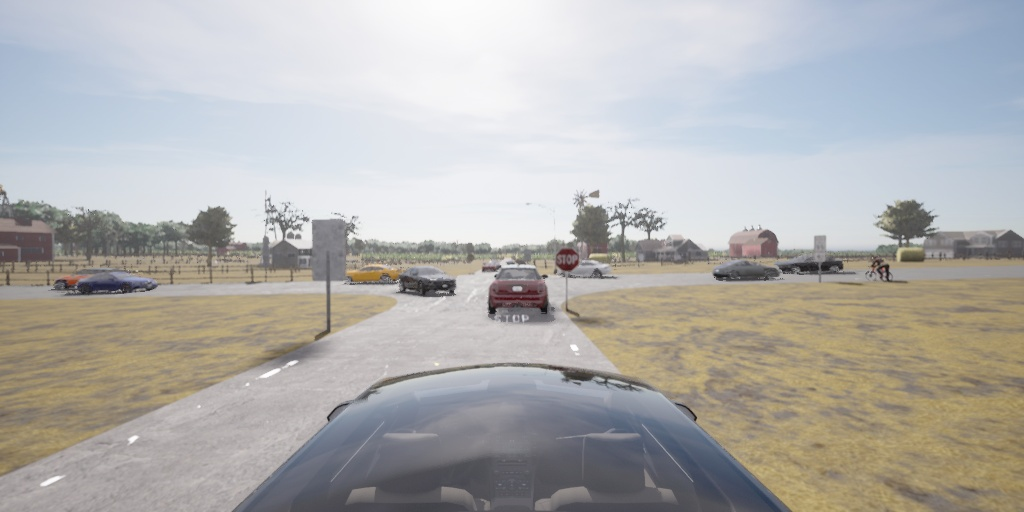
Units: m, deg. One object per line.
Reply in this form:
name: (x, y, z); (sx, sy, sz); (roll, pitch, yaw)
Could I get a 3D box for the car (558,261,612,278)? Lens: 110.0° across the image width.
car: (6.321, 1.124, 31.357); (4.674, 1.442, 1.812); (-1, 2, 24)

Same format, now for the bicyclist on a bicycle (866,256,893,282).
bicyclist on a bicycle: (22.825, 0.814, 22.319); (0.582, 1.620, 1.656); (-1, -1, 0)

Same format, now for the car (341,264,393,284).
car: (-11.665, 1.478, 29.827); (5.008, 1.535, 1.882); (-1, 1, 0)

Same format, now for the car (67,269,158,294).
car: (-28.692, 1.935, 26.080); (4.674, 1.442, 1.812); (-1, 1, 0)

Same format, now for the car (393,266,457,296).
car: (-4.870, 1.317, 20.368); (1.882, 1.535, 5.008); (0, -1, -36)

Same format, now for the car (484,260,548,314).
car: (0.354, 1.140, 14.210); (2.097, 1.767, 4.553); (0, 0, 4)

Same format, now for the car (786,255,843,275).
car: (24.627, 0.685, 29.916); (5.008, 1.535, 1.882); (-1, 1, 0)

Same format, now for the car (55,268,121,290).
car: (-34.762, 1.807, 29.763); (4.553, 1.767, 2.097); (-1, 1, 0)

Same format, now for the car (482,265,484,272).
car: (-3.065, 1.521, 48.760); (1.895, 1.301, 4.718); (0, 0, -1)

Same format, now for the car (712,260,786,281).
car: (17.008, 1.008, 26.200); (4.181, 1.385, 1.994); (-1, 1, 0)
